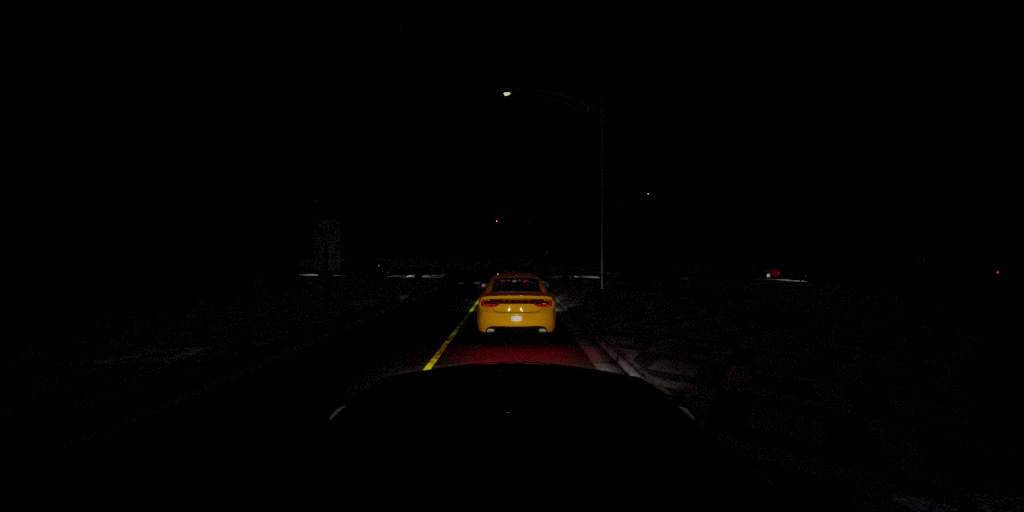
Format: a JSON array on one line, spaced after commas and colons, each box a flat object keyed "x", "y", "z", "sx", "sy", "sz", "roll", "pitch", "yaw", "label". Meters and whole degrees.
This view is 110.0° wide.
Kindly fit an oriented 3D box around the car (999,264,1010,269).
[{"x": 48.972, "y": 1.779, "z": 33.564, "sx": 5.566, "sy": 2.045, "sz": 2.150, "roll": 1, "pitch": 0, "yaw": 0, "label": "car"}]

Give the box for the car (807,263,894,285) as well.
[{"x": 29.077, "y": 1.540, "z": 30.922, "sx": 5.009, "sy": 1.841, "sz": 2.192, "roll": 0, "pitch": 0, "yaw": 0, "label": "car"}]

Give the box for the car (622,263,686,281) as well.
[{"x": 12.147, "y": 1.524, "z": 30.936, "sx": 4.313, "sy": 1.339, "sz": 1.948, "roll": 0, "pitch": 0, "yaw": 0, "label": "car"}]

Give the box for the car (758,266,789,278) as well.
[{"x": 29.092, "y": 1.766, "z": 39.447, "sx": 4.507, "sy": 1.381, "sz": 1.888, "roll": 0, "pitch": 0, "yaw": 0, "label": "car"}]

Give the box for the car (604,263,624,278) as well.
[{"x": 11.907, "y": 1.456, "z": 36.794, "sx": 4.892, "sy": 1.490, "sz": 1.837, "roll": 1, "pitch": 0, "yaw": 0, "label": "car"}]

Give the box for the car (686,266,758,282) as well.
[{"x": 17.960, "y": 1.571, "z": 30.932, "sx": 4.829, "sy": 1.417, "sz": 1.751, "roll": 0, "pitch": 0, "yaw": 0, "label": "car"}]

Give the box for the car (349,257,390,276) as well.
[{"x": -13.877, "y": 0.928, "z": 33.575, "sx": 4.553, "sy": 1.767, "sz": 2.097, "roll": 1, "pitch": 0, "yaw": 1, "label": "car"}]

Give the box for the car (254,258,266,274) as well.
[{"x": -23.875, "y": 0.930, "z": 33.629, "sx": 4.902, "sy": 1.511, "sz": 2.128, "roll": 1, "pitch": 0, "yaw": 0, "label": "car"}]

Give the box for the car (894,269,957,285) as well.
[{"x": 34.720, "y": 1.864, "z": 30.917, "sx": 4.507, "sy": 1.381, "sz": 1.888, "roll": 0, "pitch": 0, "yaw": 0, "label": "car"}]

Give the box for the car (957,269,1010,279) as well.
[{"x": 40.371, "y": 1.996, "z": 30.912, "sx": 4.207, "sy": 1.307, "sz": 1.802, "roll": 0, "pitch": 0, "yaw": 0, "label": "car"}]

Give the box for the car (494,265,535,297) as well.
[{"x": 0.114, "y": 1.297, "z": 20.211, "sx": 2.033, "sy": 1.411, "sz": 5.357, "roll": 0, "pitch": 0, "yaw": 0, "label": "car"}]

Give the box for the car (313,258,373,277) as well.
[{"x": -14.760, "y": 1.116, "z": 30.863, "sx": 4.403, "sy": 1.370, "sz": 2.007, "roll": 0, "pitch": 0, "yaw": 0, "label": "car"}]

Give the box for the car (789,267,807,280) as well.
[{"x": 31.890, "y": 1.773, "z": 36.768, "sx": 4.892, "sy": 1.490, "sz": 1.837, "roll": 1, "pitch": 0, "yaw": 0, "label": "car"}]

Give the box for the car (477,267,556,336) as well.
[{"x": 0.105, "y": 1.227, "z": 10.385, "sx": 1.882, "sy": 1.535, "sz": 5.008, "roll": 0, "pitch": 0, "yaw": 0, "label": "car"}]
